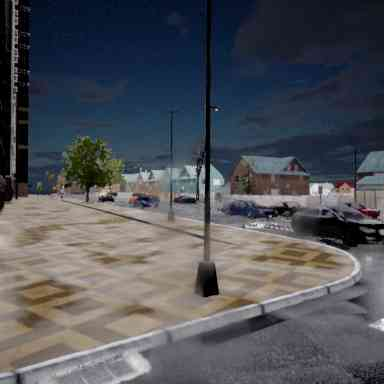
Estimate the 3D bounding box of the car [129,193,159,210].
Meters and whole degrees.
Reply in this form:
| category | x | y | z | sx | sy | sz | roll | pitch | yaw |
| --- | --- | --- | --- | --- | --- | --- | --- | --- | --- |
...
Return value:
| category | x | y | z | sx | sy | sz | roll | pitch | yaw |
| --- | --- | --- | --- | --- | --- | --- | --- | --- | --- |
| car | -5.271 | 1.175 | 37.648 | 1.812 | 1.442 | 4.674 | 1 | 0 | -28 |

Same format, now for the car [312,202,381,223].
| category | x | y | z | sx | sy | sz | roll | pitch | yaw |
| --- | --- | --- | --- | --- | --- | --- | --- | --- | --- |
| car | 11.988 | 1.503 | 26.115 | 1.895 | 1.301 | 4.718 | 1 | 0 | -28 |

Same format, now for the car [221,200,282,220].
| category | x | y | z | sx | sy | sz | roll | pitch | yaw |
| --- | --- | --- | --- | --- | --- | --- | --- | --- | --- |
| car | 4.388 | 1.358 | 26.189 | 2.033 | 1.411 | 5.357 | 1 | 0 | -28 |

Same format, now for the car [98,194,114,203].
| category | x | y | z | sx | sy | sz | roll | pitch | yaw |
| --- | --- | --- | --- | --- | --- | --- | --- | --- | --- |
| car | -14.200 | 1.084 | 54.921 | 1.994 | 1.385 | 4.181 | 1 | 0 | -28 |

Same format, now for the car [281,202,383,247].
| category | x | y | z | sx | sy | sz | roll | pitch | yaw |
| --- | --- | --- | --- | --- | --- | --- | --- | --- | --- |
| car | 6.376 | 1.379 | 14.544 | 2.128 | 1.511 | 4.902 | 1 | 0 | -20 |

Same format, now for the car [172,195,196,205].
| category | x | y | z | sx | sy | sz | roll | pitch | yaw |
| --- | --- | --- | --- | --- | --- | --- | --- | --- | --- |
| car | -1.314 | 1.193 | 51.537 | 2.033 | 1.411 | 5.357 | 1 | 0 | -28 |

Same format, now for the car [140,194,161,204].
| category | x | y | z | sx | sy | sz | roll | pitch | yaw |
| --- | --- | --- | --- | --- | --- | --- | --- | --- | --- |
| car | -6.953 | 1.077 | 55.310 | 1.837 | 1.490 | 4.892 | 1 | 1 | -28 |

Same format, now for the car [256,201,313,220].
| category | x | y | z | sx | sy | sz | roll | pitch | yaw |
| --- | --- | --- | --- | --- | --- | --- | --- | --- | --- |
| car | 7.541 | 1.443 | 27.605 | 1.895 | 1.301 | 4.718 | 1 | 0 | -28 |

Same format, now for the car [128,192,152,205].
| category | x | y | z | sx | sy | sz | roll | pitch | yaw |
| --- | --- | --- | --- | --- | --- | --- | --- | --- | --- |
| car | -7.823 | 0.928 | 49.607 | 2.097 | 1.767 | 4.553 | 1 | 0 | -27 |
